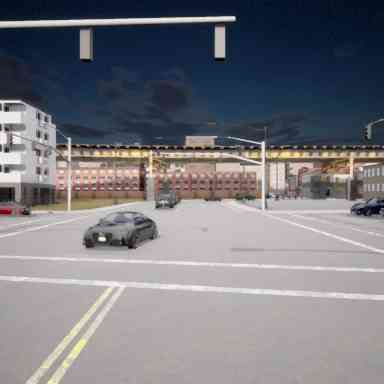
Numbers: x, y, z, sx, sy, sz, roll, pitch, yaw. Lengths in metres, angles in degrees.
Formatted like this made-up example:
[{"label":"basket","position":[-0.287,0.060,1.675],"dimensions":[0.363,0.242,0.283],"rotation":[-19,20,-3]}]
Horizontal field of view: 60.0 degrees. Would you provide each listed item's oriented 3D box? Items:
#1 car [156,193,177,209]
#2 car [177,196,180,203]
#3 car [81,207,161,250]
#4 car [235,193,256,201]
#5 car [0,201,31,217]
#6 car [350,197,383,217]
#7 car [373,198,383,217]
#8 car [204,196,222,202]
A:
[{"label":"car","position":[-3.631,1.221,45.559],"dimensions":[2.150,2.045,5.566],"rotation":[0,0,1]},{"label":"car","position":[-3.642,1.221,55.962],"dimensions":[2.150,2.045,5.566],"rotation":[0,0,0]},{"label":"car","position":[-2.927,1.541,14.192],"dimensions":[1.994,1.385,4.181],"rotation":[0,0,11]},{"label":"car","position":[13.436,1.225,84.038],"dimensions":[5.566,2.045,2.150],"rotation":[0,0,-24]},{"label":"car","position":[-17.232,1.564,30.861],"dimensions":[4.181,1.385,1.994],"rotation":[0,0,1]},{"label":"car","position":[16.593,1.231,29.582],"dimensions":[4.553,1.767,2.097],"rotation":[-1,0,1]},{"label":"car","position":[17.284,1.393,26.086],"dimensions":[4.674,1.442,1.812],"rotation":[-1,0,1]},{"label":"car","position":[5.021,1.540,77.755],"dimensions":[2.033,1.411,5.357],"rotation":[0,0,39]}]
